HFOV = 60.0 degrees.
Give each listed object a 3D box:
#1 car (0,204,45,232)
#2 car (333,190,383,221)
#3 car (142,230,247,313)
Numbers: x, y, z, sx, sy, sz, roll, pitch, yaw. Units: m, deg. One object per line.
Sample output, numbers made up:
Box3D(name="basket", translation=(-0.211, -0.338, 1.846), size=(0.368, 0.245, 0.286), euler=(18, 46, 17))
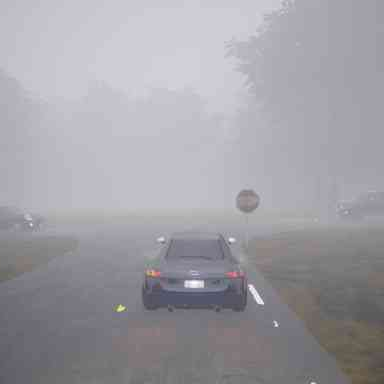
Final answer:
Box3D(name="car", translation=(-11.806, 1.576, 21.076), size=(4.553, 1.767, 2.097), euler=(-1, 1, 2))
Box3D(name="car", translation=(13.199, 0.923, 24.044), size=(5.566, 2.045, 2.150), euler=(-1, 1, -1))
Box3D(name="car", translation=(0.097, 1.563, 7.764), size=(1.994, 1.385, 4.181), euler=(0, 0, 2))
